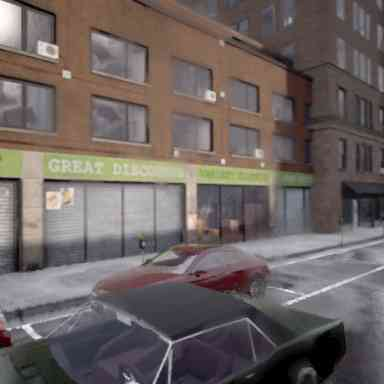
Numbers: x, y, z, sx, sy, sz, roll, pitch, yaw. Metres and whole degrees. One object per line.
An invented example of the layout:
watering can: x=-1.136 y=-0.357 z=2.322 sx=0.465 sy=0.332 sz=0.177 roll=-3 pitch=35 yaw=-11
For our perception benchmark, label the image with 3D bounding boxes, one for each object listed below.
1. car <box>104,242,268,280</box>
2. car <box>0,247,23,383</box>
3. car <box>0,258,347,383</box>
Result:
car: x=0.001 y=1.763 z=6.957 sx=4.206 sy=1.307 sz=1.802 roll=1 pitch=-3 yaw=-42
car: x=-4.149 y=1.535 z=3.223 sx=4.097 sy=1.590 sz=1.967 roll=1 pitch=-3 yaw=-42
car: x=-0.506 y=1.684 z=3.035 sx=4.718 sy=1.301 sz=1.895 roll=1 pitch=-2 yaw=-42
